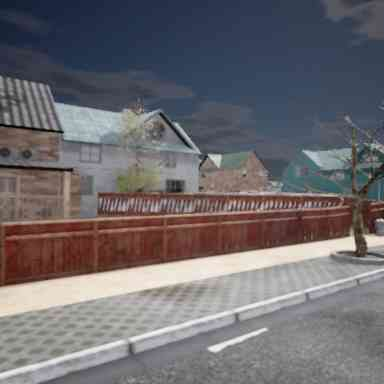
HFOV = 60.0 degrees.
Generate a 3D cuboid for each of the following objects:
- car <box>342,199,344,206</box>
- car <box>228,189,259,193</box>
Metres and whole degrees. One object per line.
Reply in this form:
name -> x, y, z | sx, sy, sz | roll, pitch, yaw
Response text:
car -> 12.610, 1.226, 25.075 | 1.882, 1.535, 5.008 | 1, 1, -35
car -> 5.818, 0.708, 34.614 | 2.150, 2.045, 5.566 | 1, 1, -35
